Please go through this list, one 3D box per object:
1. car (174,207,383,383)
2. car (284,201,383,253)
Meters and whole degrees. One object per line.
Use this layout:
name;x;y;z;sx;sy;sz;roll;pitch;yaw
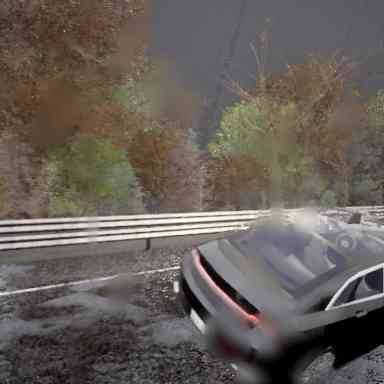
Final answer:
car;2.106;1.235;4.927;4.902;1.511;2.128;1;24;-35
car;5.758;1.331;12.106;4.718;1.301;1.895;8;3;-35
